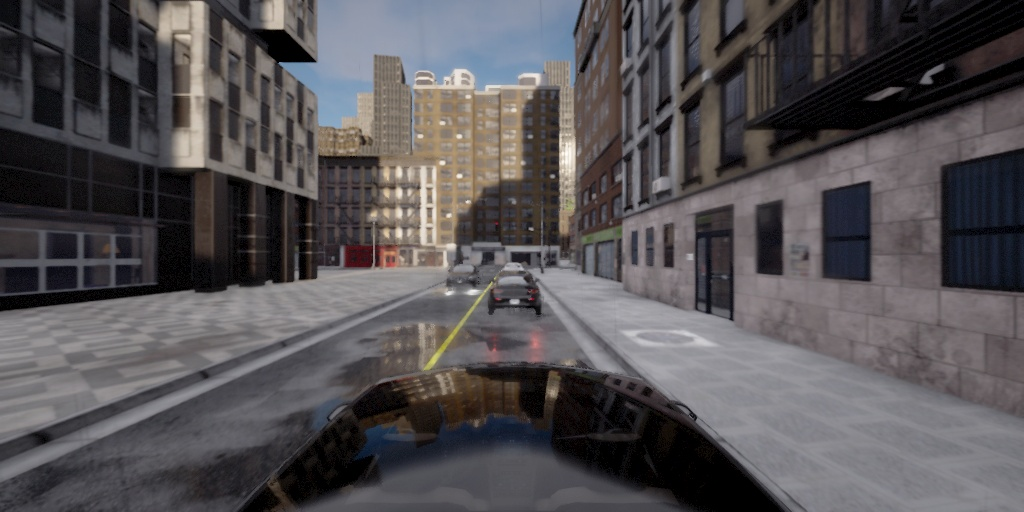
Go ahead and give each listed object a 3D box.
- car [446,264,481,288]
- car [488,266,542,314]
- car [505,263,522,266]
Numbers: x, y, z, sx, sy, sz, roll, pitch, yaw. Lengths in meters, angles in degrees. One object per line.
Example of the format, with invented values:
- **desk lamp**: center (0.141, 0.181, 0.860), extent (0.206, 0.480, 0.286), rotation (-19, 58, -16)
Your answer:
- **car**: center (-3.086, 1.258, 23.515), extent (1.812, 1.442, 4.674), rotation (0, 0, 0)
- **car**: center (0.100, 1.268, 13.581), extent (1.812, 1.442, 4.674), rotation (0, 0, 0)
- **car**: center (0.108, 1.250, 28.516), extent (1.812, 1.442, 4.674), rotation (0, 0, 0)
